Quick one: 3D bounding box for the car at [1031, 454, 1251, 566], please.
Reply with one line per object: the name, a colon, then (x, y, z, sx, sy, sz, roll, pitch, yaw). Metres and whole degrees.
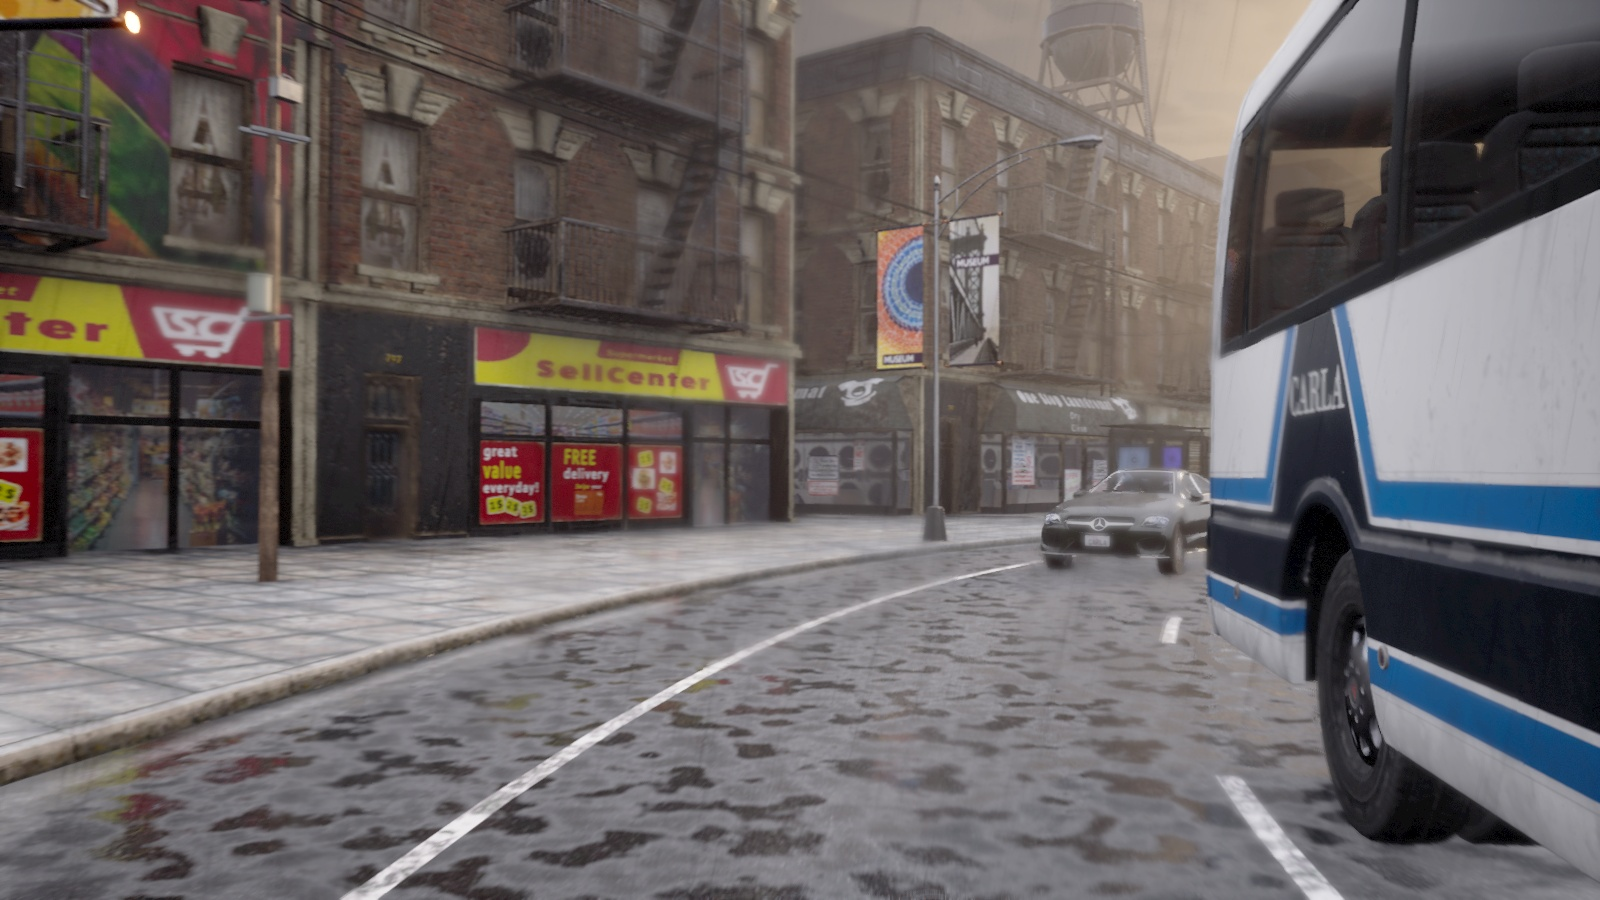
car: (5.911, 0.933, 21.288, 2.152, 1.651, 5.027, -1, -1, 33)

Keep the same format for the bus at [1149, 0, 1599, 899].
bus: (3.509, -0.527, 2.646, 3.944, 4.253, 10.273, -1, -1, 8)
